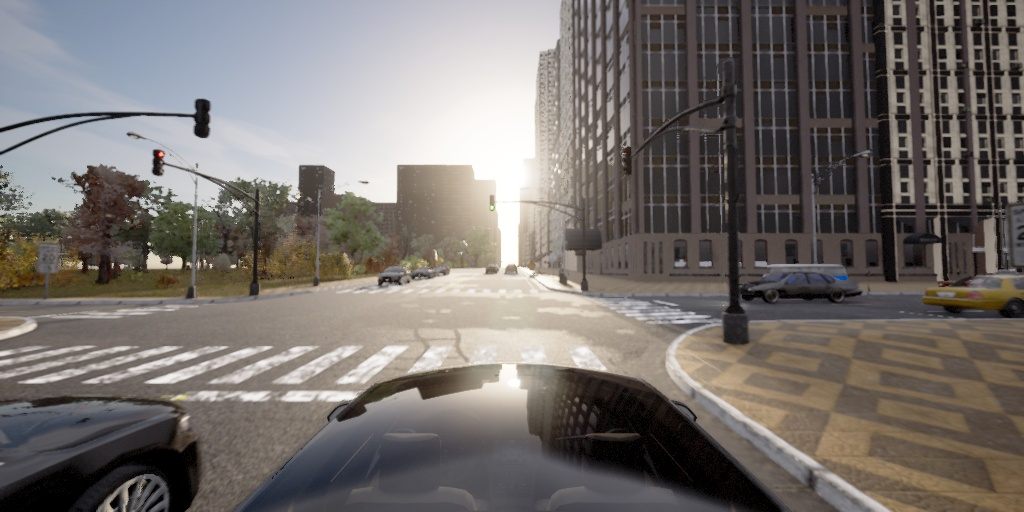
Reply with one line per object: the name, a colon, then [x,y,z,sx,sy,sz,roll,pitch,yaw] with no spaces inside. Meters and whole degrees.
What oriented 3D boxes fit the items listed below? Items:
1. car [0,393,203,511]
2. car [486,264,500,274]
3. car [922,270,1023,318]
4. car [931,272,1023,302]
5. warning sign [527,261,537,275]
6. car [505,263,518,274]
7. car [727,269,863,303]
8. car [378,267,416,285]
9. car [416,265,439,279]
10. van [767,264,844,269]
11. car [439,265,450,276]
car: [-3.164,1.229,0.629,2.128,1.511,4.902,0,-1,-1]
car: [-3.426,2.180,60.352,1.837,1.490,4.892,0,-1,0]
car: [16.296,1.192,11.562,4.829,1.417,1.751,0,0,-1]
car: [23.466,1.453,17.110,4.718,1.301,1.895,0,-2,-1]
warning sign: [2.711,1.575,48.475,1.300,1.860,1.060,0,0,0]
car: [-0.084,2.034,60.748,2.097,1.767,4.553,0,-1,0]
car: [13.262,1.452,16.956,5.357,1.411,2.033,0,-2,-1]
car: [-9.947,1.677,30.734,1.837,1.490,4.892,0,-1,-2]
car: [-9.961,1.893,40.630,1.994,1.385,4.181,0,-1,0]
van: [15.891,1.338,19.576,3.998,1.789,1.690,0,0,-1]
car: [-9.989,1.995,50.854,2.128,1.511,4.902,0,-1,0]
